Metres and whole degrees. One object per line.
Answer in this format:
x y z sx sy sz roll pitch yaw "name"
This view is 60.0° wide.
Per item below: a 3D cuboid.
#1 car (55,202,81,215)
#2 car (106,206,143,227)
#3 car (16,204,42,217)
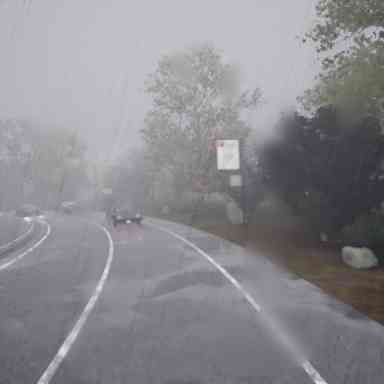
-14.948 1.914 40.014 1.812 1.442 4.674 -4 1 -39 "car"
-4.952 1.655 23.613 1.895 1.301 4.718 -2 0 -22 "car"
-19.998 2.220 40.593 1.837 1.490 4.892 -4 0 -43 "car"
